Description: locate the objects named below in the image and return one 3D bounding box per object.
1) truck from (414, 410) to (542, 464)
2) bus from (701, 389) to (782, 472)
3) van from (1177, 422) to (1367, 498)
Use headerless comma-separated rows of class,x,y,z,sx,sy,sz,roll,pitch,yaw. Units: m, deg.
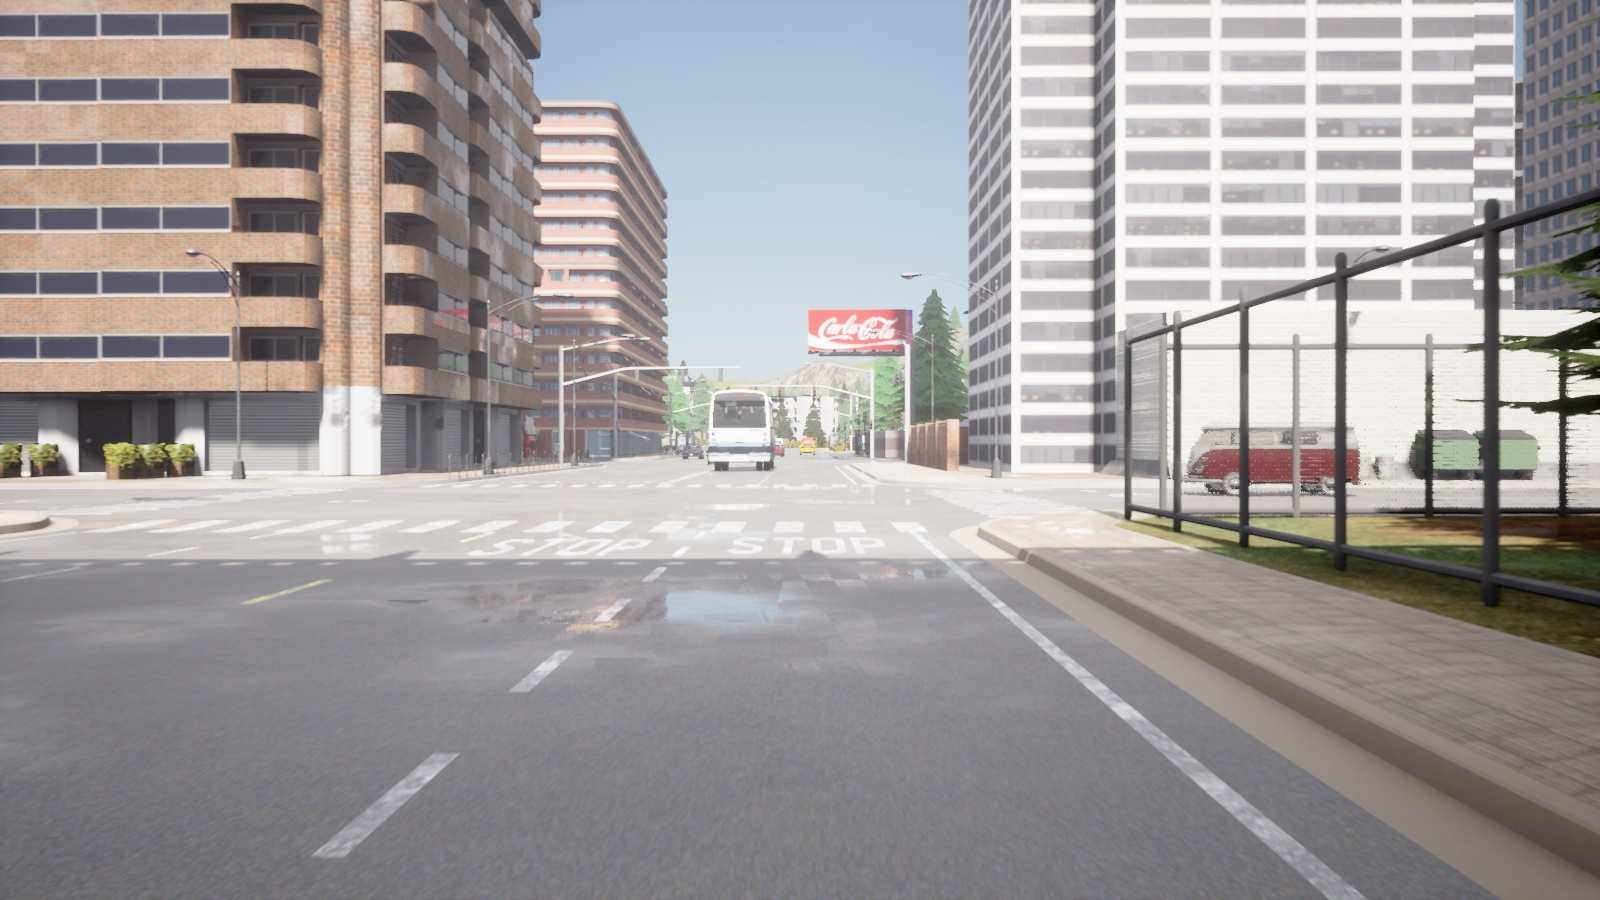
truck,-23.184,-0.948,90.632,8.468,3.827,2.891,0,0,1
bus,-3.081,-1.026,69.855,3.944,4.253,10.273,0,0,0
van,12.659,0.262,33.838,4.442,1.987,1.775,0,0,0
